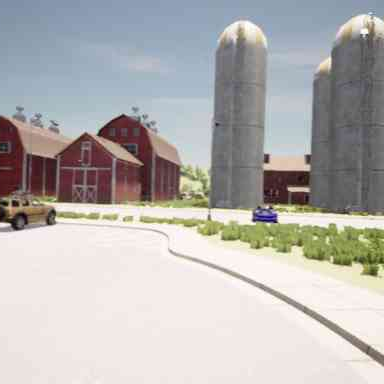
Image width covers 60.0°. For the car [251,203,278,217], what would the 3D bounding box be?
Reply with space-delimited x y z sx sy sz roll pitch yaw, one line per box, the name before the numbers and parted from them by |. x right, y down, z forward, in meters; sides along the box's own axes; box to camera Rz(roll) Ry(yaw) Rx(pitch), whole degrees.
car | 6.401 1.838 29.504 2.242 1.667 4.611 2 0 9

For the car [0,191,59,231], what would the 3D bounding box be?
car | -9.516 1.057 18.633 1.932 1.855 4.605 2 0 9

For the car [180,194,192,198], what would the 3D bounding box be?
car | -1.725 1.477 94.467 3.866 1.878 1.905 4 -7 -34

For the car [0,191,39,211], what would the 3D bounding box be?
car | -17.481 0.844 33.331 1.905 1.878 3.866 2 0 9
